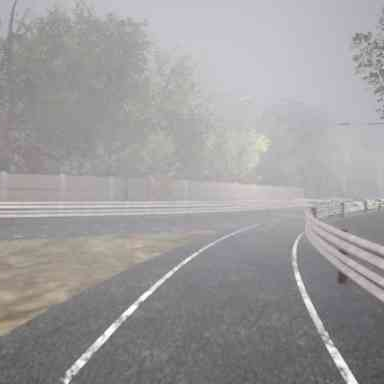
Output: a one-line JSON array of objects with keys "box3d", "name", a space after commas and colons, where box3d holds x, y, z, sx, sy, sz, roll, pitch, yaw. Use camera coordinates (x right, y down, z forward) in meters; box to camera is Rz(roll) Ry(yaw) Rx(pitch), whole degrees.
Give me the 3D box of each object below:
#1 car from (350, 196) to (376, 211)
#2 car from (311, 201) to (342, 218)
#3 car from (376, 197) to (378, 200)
[{"box3d": [22.394, 1.490, 43.918, 2.097, 1.767, 4.553, 1, 0, 38], "name": "car"}, {"box3d": [12.744, 1.586, 31.423, 2.033, 1.411, 5.357, 1, 0, 38], "name": "car"}, {"box3d": [37.081, 1.575, 68.497, 1.882, 1.535, 5.008, 1, 0, 37], "name": "car"}]
